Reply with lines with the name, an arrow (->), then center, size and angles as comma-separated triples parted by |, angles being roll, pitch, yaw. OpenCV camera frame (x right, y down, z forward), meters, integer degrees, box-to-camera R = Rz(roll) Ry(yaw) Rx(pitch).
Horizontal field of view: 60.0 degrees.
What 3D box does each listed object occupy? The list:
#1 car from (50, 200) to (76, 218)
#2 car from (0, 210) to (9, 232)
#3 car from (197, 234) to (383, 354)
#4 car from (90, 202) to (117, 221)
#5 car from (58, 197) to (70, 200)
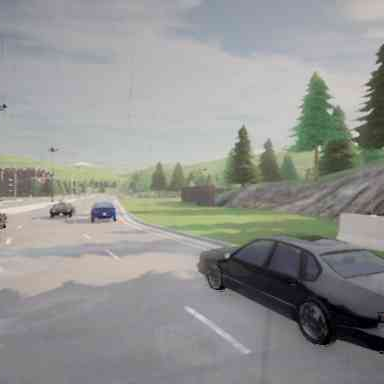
car -> -12.073, 1.675, 31.387 | 1.895, 1.301, 4.718 | 0, 0, -15
car -> -11.927, 1.610, 19.273 | 2.033, 1.411, 5.357 | 0, 0, -22
car -> 2.010, 1.546, 6.481 | 2.033, 1.411, 5.357 | 0, 0, -25
car -> -7.358, 1.531, 27.575 | 1.882, 1.535, 5.008 | 0, 0, -17
car -> -22.076, 1.661, 57.331 | 1.812, 1.442, 4.674 | 0, 0, -16
